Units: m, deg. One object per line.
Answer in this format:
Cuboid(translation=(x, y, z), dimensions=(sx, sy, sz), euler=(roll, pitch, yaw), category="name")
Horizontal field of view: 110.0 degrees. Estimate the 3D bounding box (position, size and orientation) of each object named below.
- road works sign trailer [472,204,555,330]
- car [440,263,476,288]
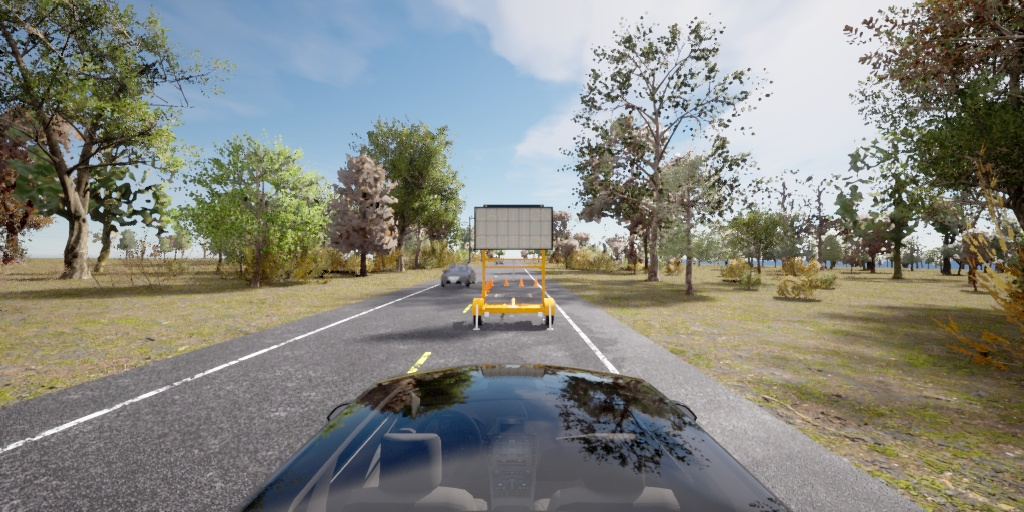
Cuboid(translation=(0.050, 0.218, 11.094), dimensions=(2.380, 3.560, 2.880), euler=(0, 0, 0), category="road works sign trailer")
Cuboid(translation=(-3.494, 1.258, 23.922), dimensions=(2.128, 1.511, 4.902), euler=(0, 0, 0), category="car")
